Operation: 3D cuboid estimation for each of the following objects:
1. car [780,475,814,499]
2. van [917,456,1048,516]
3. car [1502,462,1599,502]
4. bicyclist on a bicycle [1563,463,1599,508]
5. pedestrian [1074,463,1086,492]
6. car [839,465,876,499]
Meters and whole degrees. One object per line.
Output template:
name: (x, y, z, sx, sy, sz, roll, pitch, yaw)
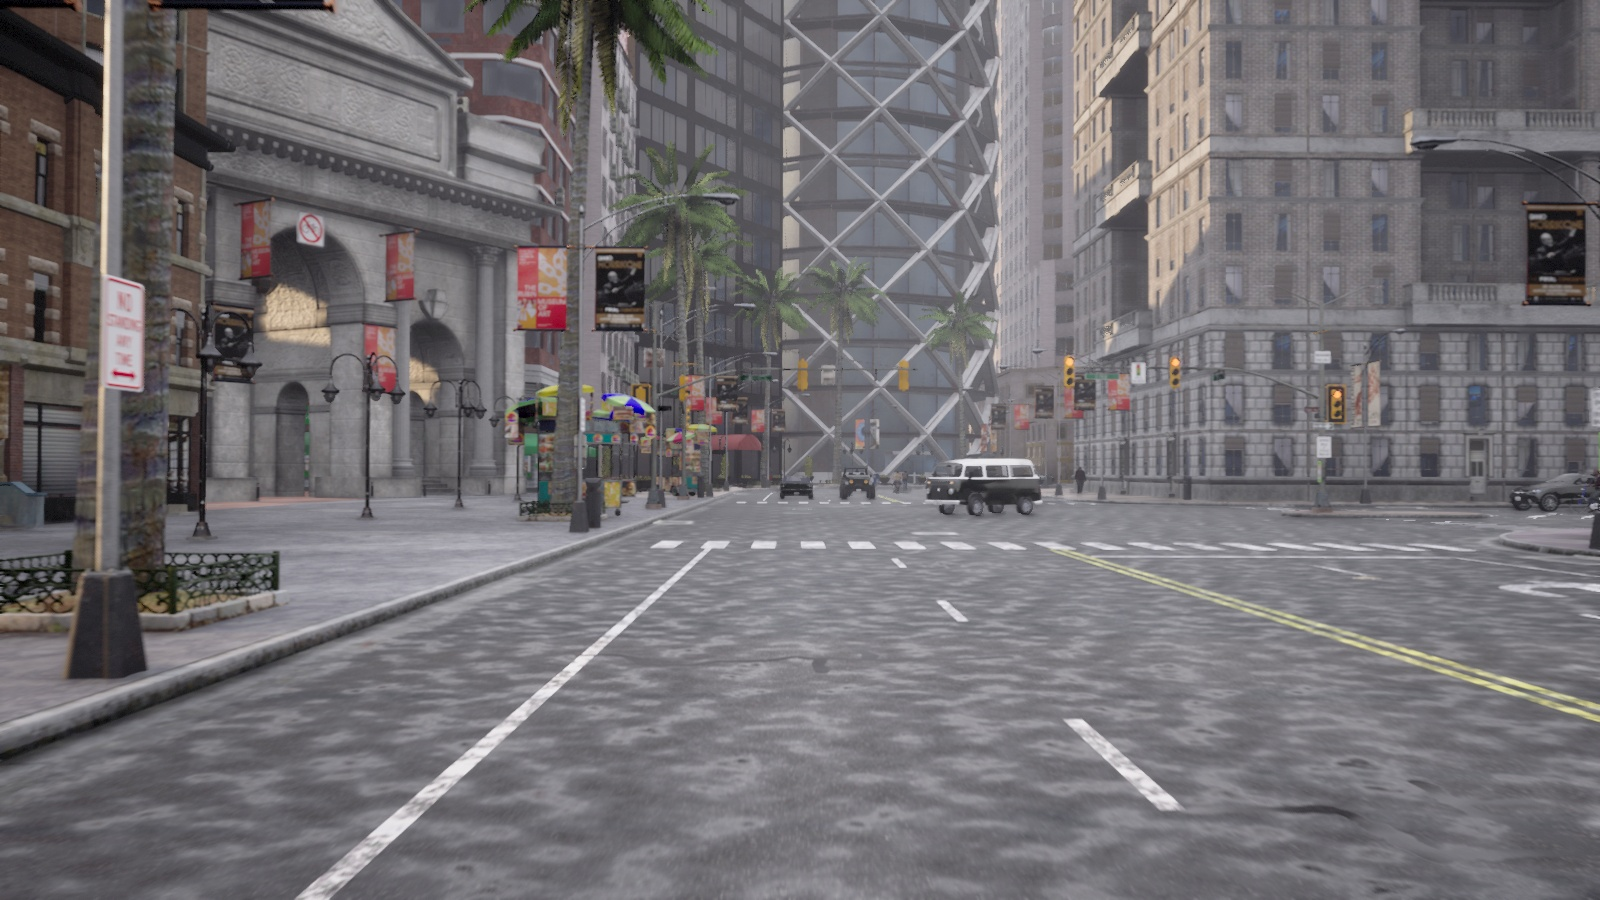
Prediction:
car: (-0.175, 2.115, 71.642, 1.895, 1.301, 4.718, 0, -1, 0)
van: (6.599, 1.270, 45.305, 4.480, 2.038, 2.069, 0, -2, -36)
car: (32.836, 1.351, 53.138, 5.027, 1.651, 2.152, 0, -1, -1)
bicyclist on a bicycle: (31.259, 1.390, 49.619, 1.843, 1.776, 0.659, 0, -1, -1)
pedestrian: (17.829, 1.738, 79.938, 0.634, 1.844, 0.899, 0, -1, 5)
car: (3.298, 1.805, 72.154, 1.905, 1.878, 3.866, 0, -1, -1)
